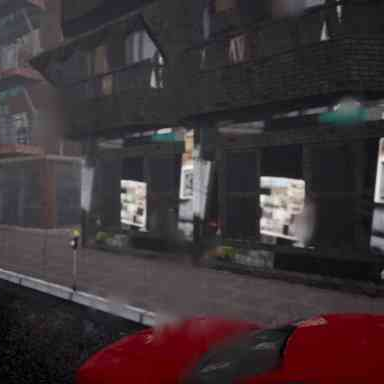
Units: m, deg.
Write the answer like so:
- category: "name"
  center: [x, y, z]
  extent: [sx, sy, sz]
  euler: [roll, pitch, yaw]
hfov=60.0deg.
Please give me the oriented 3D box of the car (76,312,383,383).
- category: "car"
  center: [1.073, 1.544, 2.109]
  extent: [4.507, 1.381, 1.887]
  euler: [0, 0, 36]
